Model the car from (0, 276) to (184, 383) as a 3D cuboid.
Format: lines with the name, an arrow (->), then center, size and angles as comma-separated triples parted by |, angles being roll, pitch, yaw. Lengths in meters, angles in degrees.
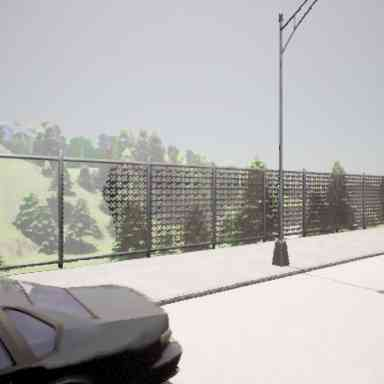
car -> -2.660, 1.548, 2.705 | 5.357, 1.411, 2.033 | 0, 0, -36
